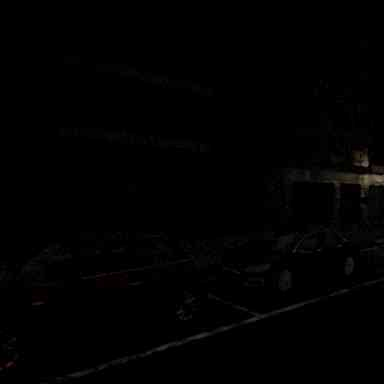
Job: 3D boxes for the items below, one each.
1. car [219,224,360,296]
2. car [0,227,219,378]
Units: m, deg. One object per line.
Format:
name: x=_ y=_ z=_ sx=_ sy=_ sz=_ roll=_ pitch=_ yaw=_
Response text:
car: x=2.638 y=1.557 z=8.636 sx=4.403 sy=1.369 sz=2.008 roll=0 pitch=1 yaw=-36
car: x=-1.823 y=1.441 z=5.451 sx=4.097 sy=1.590 sz=1.967 roll=0 pitch=1 yaw=-36
